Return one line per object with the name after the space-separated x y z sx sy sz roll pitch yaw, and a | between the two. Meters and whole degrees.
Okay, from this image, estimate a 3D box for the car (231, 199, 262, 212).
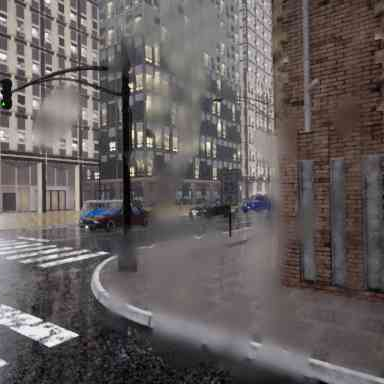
6.871 1.687 41.360 1.752 1.417 4.829 -2 -1 36 | car

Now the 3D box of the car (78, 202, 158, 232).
-4.446 1.613 21.115 2.033 1.411 5.357 -1 -1 36 | car

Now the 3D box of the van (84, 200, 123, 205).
-5.963 1.459 23.450 1.690 1.788 3.998 -2 -1 36 | van

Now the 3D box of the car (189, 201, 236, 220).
1.636 1.577 29.603 2.128 1.511 4.902 -1 -1 36 | car

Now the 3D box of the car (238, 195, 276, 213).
7.727 1.328 38.097 2.150 2.045 5.566 -1 -1 36 | car
